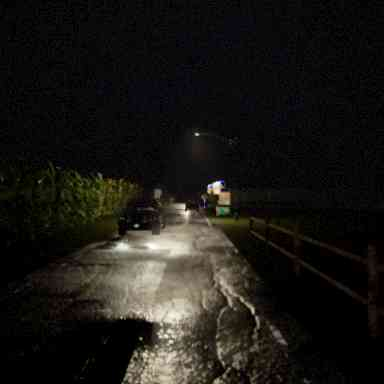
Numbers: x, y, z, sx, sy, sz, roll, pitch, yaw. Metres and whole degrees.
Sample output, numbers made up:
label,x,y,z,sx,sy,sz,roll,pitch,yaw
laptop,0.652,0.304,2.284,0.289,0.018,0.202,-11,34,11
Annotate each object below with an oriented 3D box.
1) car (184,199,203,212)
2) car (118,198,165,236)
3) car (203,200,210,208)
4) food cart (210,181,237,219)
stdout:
label,x,y,z,sx,sy,sz,roll,pitch,yaw
car,0.031,1.887,45.378,2.128,1.511,4.902,0,0,0
car,-2.850,1.400,19.878,2.150,2.045,5.566,0,-1,0
car,1.293,1.987,57.976,1.882,1.535,5.008,-1,-1,37
food cart,3.150,0.766,33.984,2.280,3.560,4.660,1,0,0
